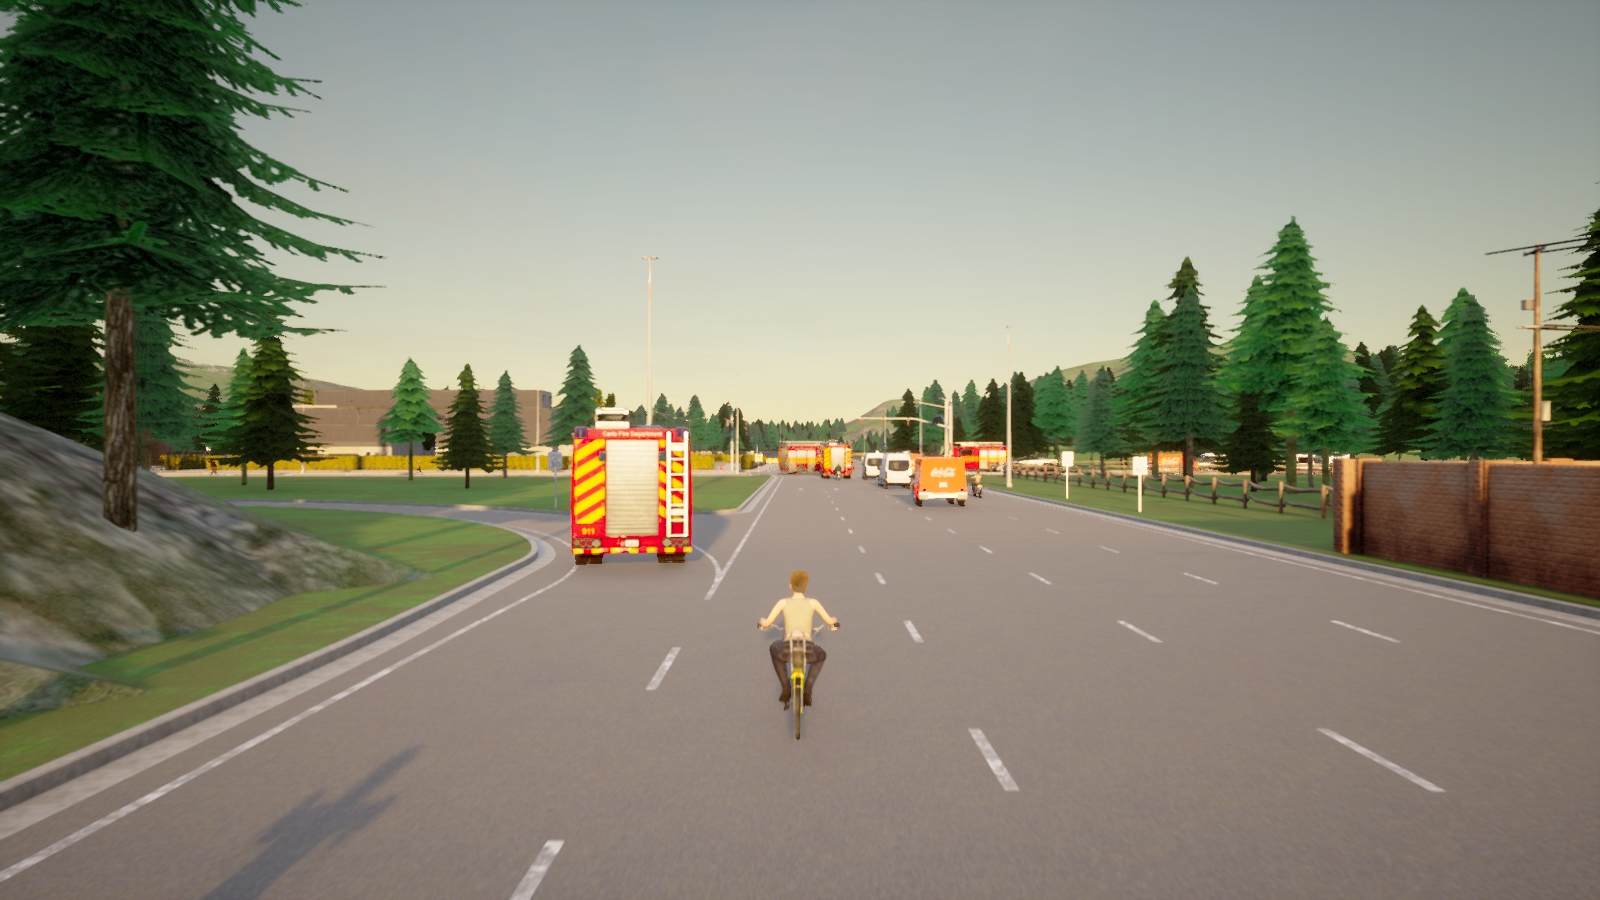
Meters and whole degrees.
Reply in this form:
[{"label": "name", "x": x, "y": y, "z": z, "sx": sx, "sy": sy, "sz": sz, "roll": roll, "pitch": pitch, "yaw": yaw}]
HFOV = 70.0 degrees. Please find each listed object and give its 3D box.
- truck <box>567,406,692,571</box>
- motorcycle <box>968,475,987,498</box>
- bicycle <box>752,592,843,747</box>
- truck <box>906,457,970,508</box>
[{"label": "truck", "x": -4.687, "y": 0.900, "z": 30.884, "sx": 2.891, "sy": 3.827, "sz": 8.468, "roll": 0, "pitch": 0, "yaw": -10}, {"label": "motorcycle", "x": 10.509, "y": 2.175, "z": 67.746, "sx": 0.764, "sy": 1.307, "sz": 2.356, "roll": 0, "pitch": 0, "yaw": 0}, {"label": "bicycle", "x": -0.015, "y": 2.162, "z": 11.512, "sx": 0.859, "sy": 1.276, "sz": 1.487, "roll": 0, "pitch": 0, "yaw": 0}, {"label": "truck", "x": 6.984, "y": 1.585, "z": 58.267, "sx": 2.627, "sy": 2.467, "sz": 5.204, "roll": 0, "pitch": 0, "yaw": 0}]
